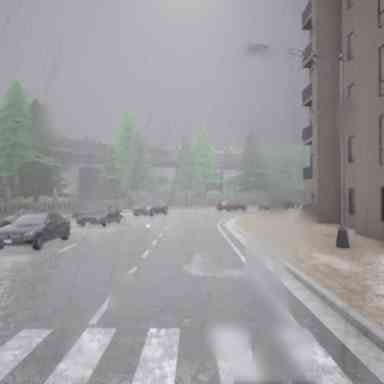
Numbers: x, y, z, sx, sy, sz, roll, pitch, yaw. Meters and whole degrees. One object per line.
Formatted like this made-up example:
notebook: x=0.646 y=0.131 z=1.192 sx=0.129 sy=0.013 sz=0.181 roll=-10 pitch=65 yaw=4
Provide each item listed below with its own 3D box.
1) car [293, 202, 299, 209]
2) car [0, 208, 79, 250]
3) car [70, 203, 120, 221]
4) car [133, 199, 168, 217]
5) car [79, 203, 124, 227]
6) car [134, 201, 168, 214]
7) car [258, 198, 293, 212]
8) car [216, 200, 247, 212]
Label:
car: x=13.351 y=1.699 z=48.410 sx=4.892 sy=1.490 sz=1.837 roll=-1 pitch=0 yaw=-23
car: x=-7.012 y=1.644 z=15.075 sx=1.812 sy=1.442 sz=4.674 roll=0 pitch=0 yaw=1
car: x=-8.918 y=1.767 z=31.142 sx=2.033 sy=1.411 sz=5.357 roll=0 pitch=0 yaw=15
car: x=-4.219 y=1.564 z=34.412 sx=2.097 sy=1.767 sz=4.553 roll=0 pitch=0 yaw=22
car: x=-6.625 y=1.718 z=24.763 sx=2.033 sy=1.411 sz=5.357 roll=0 pitch=0 yaw=6
car: x=-4.928 y=1.815 z=40.608 sx=1.994 sy=1.385 sz=4.181 roll=-1 pitch=0 yaw=30
car: x=10.418 y=1.740 z=42.549 sx=4.181 sy=1.385 sz=1.994 roll=0 pitch=0 yaw=-37
car: x=5.060 y=1.731 z=42.469 sx=4.674 sy=1.442 sz=1.812 roll=0 pitch=0 yaw=-42
